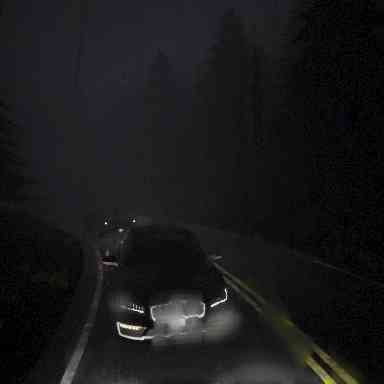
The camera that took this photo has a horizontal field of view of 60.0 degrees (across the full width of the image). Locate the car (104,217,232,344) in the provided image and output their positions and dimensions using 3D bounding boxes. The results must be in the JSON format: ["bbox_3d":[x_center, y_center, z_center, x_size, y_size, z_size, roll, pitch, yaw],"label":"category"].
[{"bbox_3d":[-0.646,1.494,6.802,1.837,1.490,4.892,-1,0,-11],"label":"car"}]

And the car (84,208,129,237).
[{"bbox_3d":[-4.633,1.609,18.537,1.895,1.301,4.718,-3,1,-29],"label":"car"}]
